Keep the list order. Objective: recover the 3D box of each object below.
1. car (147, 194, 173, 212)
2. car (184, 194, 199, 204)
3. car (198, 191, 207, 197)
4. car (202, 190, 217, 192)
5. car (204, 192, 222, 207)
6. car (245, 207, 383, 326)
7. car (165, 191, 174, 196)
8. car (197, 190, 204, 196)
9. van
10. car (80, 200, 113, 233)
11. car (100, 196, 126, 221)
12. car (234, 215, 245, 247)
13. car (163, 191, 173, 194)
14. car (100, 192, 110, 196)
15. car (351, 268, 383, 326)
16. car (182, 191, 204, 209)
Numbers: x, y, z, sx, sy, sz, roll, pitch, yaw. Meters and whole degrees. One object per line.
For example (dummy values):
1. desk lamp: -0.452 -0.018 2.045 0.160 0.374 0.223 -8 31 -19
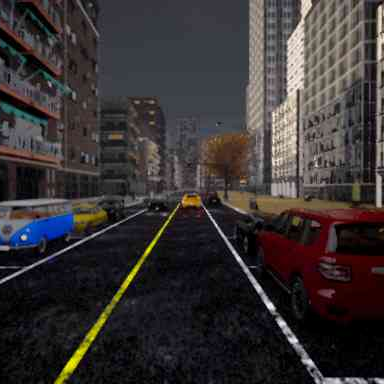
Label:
1. car: -3.123 1.147 31.927 1.895 1.301 4.718 0 1 0
2. car: -0.077 0.946 45.918 1.895 1.301 4.718 0 1 0
3. car: 2.390 0.461 77.812 1.887 1.381 4.507 0 1 0
4. car: 2.517 0.667 45.424 2.192 1.841 5.009 0 1 0
5. car: 2.538 0.994 39.905 1.947 1.339 4.313 0 1 0
6. car: 2.667 1.213 6.768 2.192 1.841 5.009 0 1 0
7. car: -6.034 0.325 88.845 2.008 1.369 4.403 0 1 0
8. car: 2.346 0.297 89.046 1.752 1.417 4.829 0 1 0
9. van: -5.735 1.159 12.258 1.690 1.788 3.998 0 1 0
10. car: -5.756 1.266 17.613 1.752 1.417 4.829 0 1 0
11. car: -5.779 1.226 23.306 1.947 1.339 4.313 0 1 0
12. car: 2.646 1.383 12.293 1.947 1.339 4.313 0 1 0
13. car: -5.990 0.468 77.780 2.008 1.369 4.403 0 1 0
14. car: -16.651 0.516 58.331 4.403 1.369 2.008 1 0 -1
15. car: 2.689 1.530 1.249 2.008 1.369 4.403 0 1 0
16. car: -0.037 0.965 35.649 1.882 1.535 5.008 0 1 0
